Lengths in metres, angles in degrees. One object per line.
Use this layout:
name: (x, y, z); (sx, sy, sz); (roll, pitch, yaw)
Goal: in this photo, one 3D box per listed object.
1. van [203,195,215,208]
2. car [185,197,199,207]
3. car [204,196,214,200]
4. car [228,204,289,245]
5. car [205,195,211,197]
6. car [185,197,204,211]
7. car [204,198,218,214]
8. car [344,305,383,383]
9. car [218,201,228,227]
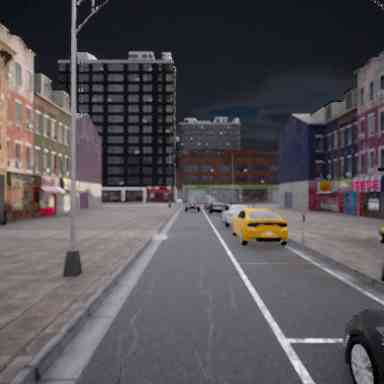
van: (2.645, 1.420, 51.535); (1.690, 1.788, 3.998); (0, 0, 0)
car: (-0.018, 1.579, 54.099); (2.128, 1.511, 4.902); (0, 0, -1)
car: (2.644, 1.571, 40.756); (1.752, 1.417, 4.829); (0, 0, 0)
car: (3.015, 1.475, 15.506); (1.882, 1.535, 5.008); (0, 0, 0)
car: (2.645, 1.502, 46.060); (1.967, 1.590, 4.097); (0, 0, 0)
car: (0.081, 1.596, 41.603); (2.033, 1.411, 5.357); (0, 0, 0)
car: (2.644, 1.595, 35.112); (1.947, 1.339, 4.313); (0, 0, 0)
car: (2.644, 1.549, 2.272); (2.008, 1.369, 4.403); (1, 0, 0)
car: (3.025, 1.530, 22.506); (1.812, 1.442, 4.674); (0, 0, 0)
